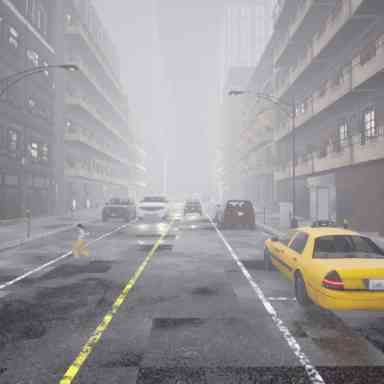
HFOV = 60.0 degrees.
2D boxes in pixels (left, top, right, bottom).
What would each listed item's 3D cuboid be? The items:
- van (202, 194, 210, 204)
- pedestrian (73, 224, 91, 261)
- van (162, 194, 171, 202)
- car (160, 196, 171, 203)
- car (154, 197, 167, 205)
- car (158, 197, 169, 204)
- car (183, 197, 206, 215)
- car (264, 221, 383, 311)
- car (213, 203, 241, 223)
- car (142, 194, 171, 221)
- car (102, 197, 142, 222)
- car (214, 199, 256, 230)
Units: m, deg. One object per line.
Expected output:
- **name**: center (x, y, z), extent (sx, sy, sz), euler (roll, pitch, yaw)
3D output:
- **van**: center (2.719, 1.353, 65.348), extent (1.690, 1.788, 3.998), euler (1, 0, 0)
- **pedestrian**: center (-3.568, 1.577, 10.785), extent (0.375, 1.300, 0.375), euler (1, -1, -1)
- **van**: center (-5.797, 1.353, 76.378), extent (1.690, 1.788, 3.998), euler (1, 0, 0)
- **car**: center (-5.632, 1.578, 70.837), extent (1.947, 1.339, 4.313), euler (1, 0, 0)
- **car**: center (-5.634, 1.562, 59.756), extent (2.008, 1.369, 4.403), euler (1, 0, 0)
- **car**: center (-5.633, 1.594, 65.297), extent (1.802, 1.307, 4.206), euler (1, 0, 0)
- **car**: center (0.085, 1.556, 33.445), extent (2.033, 1.411, 5.357), euler (0, 0, 0)
- **car**: center (3.002, 1.458, 7.893), extent (1.801, 1.575, 5.366), euler (0, 0, 0)
- **car**: center (2.708, 1.590, 26.566), extent (1.802, 1.307, 4.206), euler (1, 0, 0)
- **car**: center (-3.096, 1.229, 27.816), extent (2.150, 2.045, 5.566), euler (0, 0, 0)
- **car**: center (-5.668, 1.323, 26.515), extent (2.192, 1.841, 5.009), euler (1, 0, 0)
- **car**: center (2.712, 1.322, 21.026), extent (2.192, 1.841, 5.009), euler (1, 0, 0)
